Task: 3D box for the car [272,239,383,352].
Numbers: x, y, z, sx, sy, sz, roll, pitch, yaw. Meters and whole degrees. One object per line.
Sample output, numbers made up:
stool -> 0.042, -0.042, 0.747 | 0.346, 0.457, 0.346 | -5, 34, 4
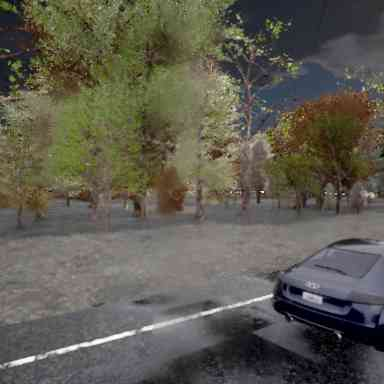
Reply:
car -> 3.457, 1.591, 6.220 | 4.181, 1.385, 1.994 | 0, 0, -36
